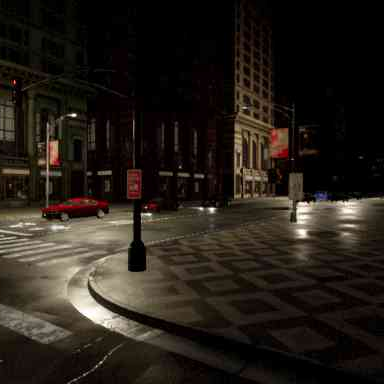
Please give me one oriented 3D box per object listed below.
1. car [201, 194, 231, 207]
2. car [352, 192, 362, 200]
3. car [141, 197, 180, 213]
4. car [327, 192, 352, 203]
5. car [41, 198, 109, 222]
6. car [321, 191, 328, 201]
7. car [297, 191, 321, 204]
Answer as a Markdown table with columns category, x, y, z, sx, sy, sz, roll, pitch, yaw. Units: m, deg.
| category | x | y | z | sx | sy | sz | roll | pitch | yaw |
| --- | --- | --- | --- | --- | --- | --- | --- | --- | --- |
| car | 3.020 | 1.009 | 40.268 | 1.837 | 1.490 | 4.892 | 0 | 1 | 35 |
| car | 29.524 | 0.677 | 60.429 | 1.812 | 1.442 | 4.674 | 0 | 1 | 35 |
| car | -3.014 | 1.199 | 31.783 | 1.994 | 1.385 | 4.181 | 0 | 1 | 36 |
| car | 22.370 | 0.835 | 50.351 | 1.812 | 1.442 | 4.674 | 0 | 1 | 36 |
| car | -8.379 | 1.231 | 24.233 | 1.882 | 1.535 | 5.008 | 0 | 1 | 35 |
| car | 22.030 | 0.594 | 55.492 | 2.097 | 1.767 | 4.553 | 0 | 1 | 36 |
| car | 16.189 | 0.861 | 47.265 | 2.128 | 1.511 | 4.902 | 0 | 1 | 35 |
